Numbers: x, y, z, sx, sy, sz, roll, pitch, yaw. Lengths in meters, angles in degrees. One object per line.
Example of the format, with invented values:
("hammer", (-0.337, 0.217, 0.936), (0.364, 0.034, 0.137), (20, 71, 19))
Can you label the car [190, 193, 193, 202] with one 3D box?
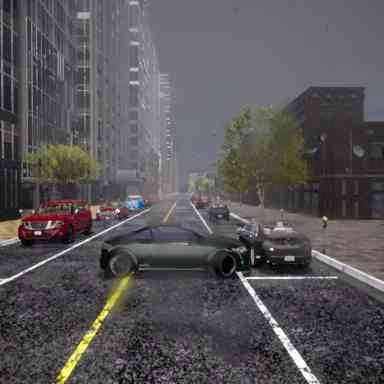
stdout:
("car", (0.883, 1.287, 71.962), (2.192, 1.841, 5.009), (-1, 0, -1))

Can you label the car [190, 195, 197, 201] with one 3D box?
("car", (0.466, 1.547, 88.559), (1.802, 1.307, 4.206), (-1, 0, -1))

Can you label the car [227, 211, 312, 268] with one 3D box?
("car", (2.561, 1.547, 11.105), (2.008, 1.369, 4.403), (-1, 0, -1))

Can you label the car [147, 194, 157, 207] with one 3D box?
("car", (-6.932, 1.296, 49.627), (2.192, 1.841, 5.009), (-1, 0, -1))

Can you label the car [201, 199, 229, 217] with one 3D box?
("car", (2.041, 1.541, 26.964), (2.008, 1.369, 4.403), (-1, 0, -1))

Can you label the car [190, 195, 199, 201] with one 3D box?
("car", (0.606, 1.533, 83.027), (1.947, 1.339, 4.313), (-1, 0, -1))

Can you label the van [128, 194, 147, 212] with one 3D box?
("van", (-6.652, 1.327, 38.562), (1.690, 1.788, 3.998), (-1, 0, -1))

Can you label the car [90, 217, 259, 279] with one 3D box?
("car", (-0.457, 1.556, 9.505), (4.181, 1.385, 1.994), (0, 0, -1))

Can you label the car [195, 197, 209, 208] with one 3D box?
("car", (1.444, 1.506, 50.000), (1.752, 1.417, 4.829), (-1, 0, -1))

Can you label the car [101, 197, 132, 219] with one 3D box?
("car", (-6.362, 1.430, 26.768), (1.967, 1.590, 4.097), (-1, 0, -1))

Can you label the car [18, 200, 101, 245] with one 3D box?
("car", (-6.174, 1.309, 15.700), (2.192, 1.841, 5.009), (-1, 0, -1))

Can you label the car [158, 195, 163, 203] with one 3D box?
("car", (-7.351, 1.518, 66.227), (1.887, 1.381, 4.507), (-1, 0, -1))

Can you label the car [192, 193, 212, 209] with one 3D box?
("car", (1.585, 1.299, 44.298), (2.192, 1.841, 5.009), (-1, 0, -1))

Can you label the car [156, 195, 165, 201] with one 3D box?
("car", (-7.768, 1.492, 82.656), (1.752, 1.417, 4.829), (-1, 0, -1))
